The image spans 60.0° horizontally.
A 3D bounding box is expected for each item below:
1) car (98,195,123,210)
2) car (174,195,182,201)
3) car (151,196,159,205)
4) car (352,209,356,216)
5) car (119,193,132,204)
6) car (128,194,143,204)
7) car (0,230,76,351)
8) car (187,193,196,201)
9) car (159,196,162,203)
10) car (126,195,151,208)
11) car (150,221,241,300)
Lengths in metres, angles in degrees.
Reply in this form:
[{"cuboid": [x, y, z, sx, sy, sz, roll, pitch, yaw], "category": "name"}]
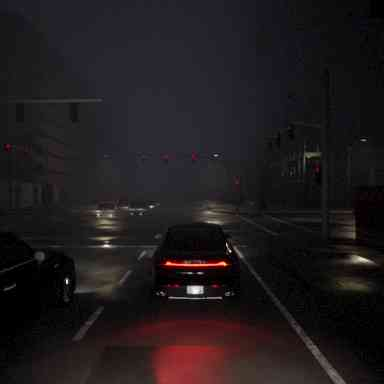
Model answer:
[{"cuboid": [-10.995, 1.478, 44.240, 1.882, 1.535, 5.008, 0, 0, 0], "category": "car"}, {"cuboid": [-3.569, 1.553, 84.167, 1.994, 1.385, 4.181, 0, 0, 1], "category": "car"}, {"cuboid": [-7.429, 1.478, 57.404, 1.882, 1.535, 5.008, 0, 0, 1], "category": "car"}, {"cuboid": [15.955, 1.656, 27.612, 4.718, 1.301, 1.895, 0, 0, 0], "category": "car"}, {"cuboid": [-10.970, 1.221, 54.060, 2.150, 2.045, 5.566, 0, 0, 1], "category": "car"}, {"cuboid": [-10.828, 1.352, 63.809, 2.097, 1.767, 4.553, 0, 0, 1], "category": "car"}, {"cuboid": [-3.449, 1.352, 5.051, 2.097, 1.767, 4.553, 0, 0, 0], "category": "car"}, {"cuboid": [-0.067, 1.225, 84.394, 2.150, 2.045, 5.566, 0, 0, 1], "category": "car"}, {"cuboid": [-7.246, 1.547, 67.847, 2.033, 1.411, 5.357, 0, 0, 1], "category": "car"}, {"cuboid": [-7.509, 1.547, 47.425, 2.033, 1.411, 5.357, 0, 0, 0], "category": "car"}, {"cuboid": [0.076, 1.505, 8.376, 1.837, 1.490, 4.892, 0, 0, 0], "category": "car"}]
